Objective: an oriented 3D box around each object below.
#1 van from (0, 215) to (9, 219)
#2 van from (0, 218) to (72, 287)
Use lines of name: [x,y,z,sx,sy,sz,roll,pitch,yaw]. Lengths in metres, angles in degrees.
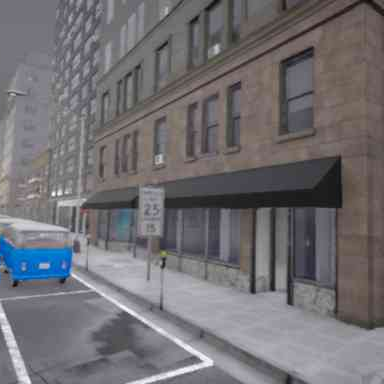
van: [-8.330,2.157,15.549,1.690,1.788,3.998,5,-5,-34]
van: [-5.235,1.948,11.017,1.690,1.788,3.998,5,-5,-34]
